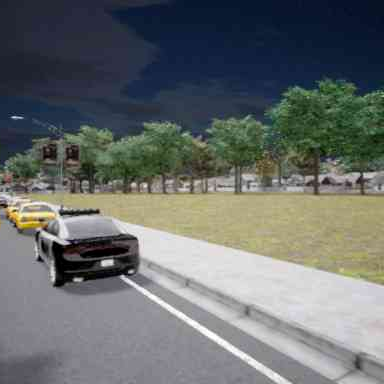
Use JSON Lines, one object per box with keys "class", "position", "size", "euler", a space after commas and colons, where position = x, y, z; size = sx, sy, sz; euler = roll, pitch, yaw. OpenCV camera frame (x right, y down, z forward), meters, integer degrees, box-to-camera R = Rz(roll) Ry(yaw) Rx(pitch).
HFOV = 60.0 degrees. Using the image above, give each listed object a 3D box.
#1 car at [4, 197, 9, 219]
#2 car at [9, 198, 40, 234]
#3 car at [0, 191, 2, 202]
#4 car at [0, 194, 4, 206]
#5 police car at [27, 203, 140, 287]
{"class": "car", "position": [-11.650, 1.170, 22.958], "size": [1.801, 1.575, 5.366], "euler": [-1, 1, -32]}
{"class": "car", "position": [-8.486, 1.225, 17.860], "size": [1.801, 1.575, 5.366], "euler": [-1, 1, -32]}
{"class": "car", "position": [-32.901, 0.800, 55.346], "size": [2.097, 1.767, 4.553], "euler": [-1, 1, -32]}
{"class": "car", "position": [-22.688, 1.124, 38.905], "size": [2.033, 1.411, 5.357], "euler": [-1, 1, -32]}
{"class": "police car", "position": [-3.170, 1.289, 9.296], "size": [1.930, 1.638, 5.238], "euler": [-1, 1, -32]}
